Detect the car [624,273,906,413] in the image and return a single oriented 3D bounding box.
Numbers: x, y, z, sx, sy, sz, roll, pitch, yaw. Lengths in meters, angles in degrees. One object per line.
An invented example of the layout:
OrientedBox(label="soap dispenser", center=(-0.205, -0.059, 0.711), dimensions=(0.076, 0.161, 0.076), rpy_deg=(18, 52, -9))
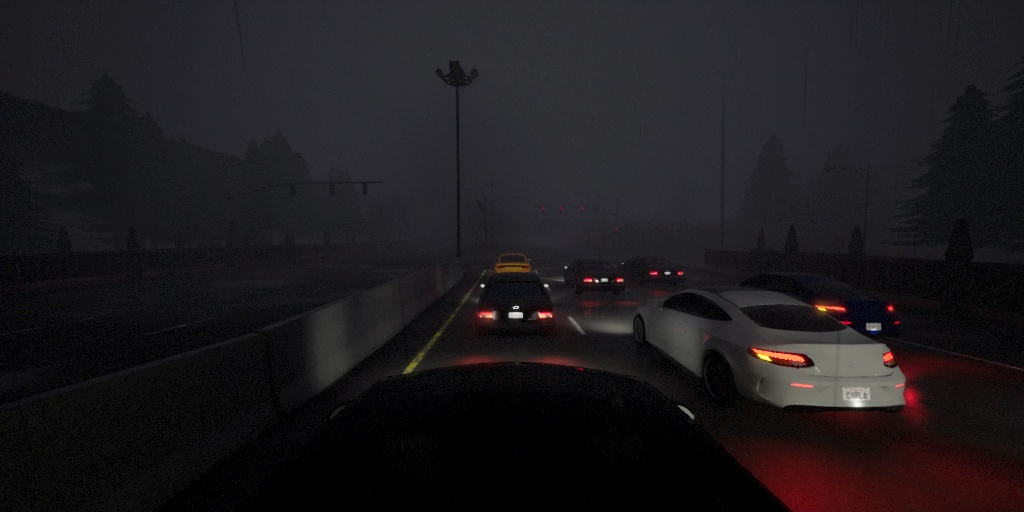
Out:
OrientedBox(label="car", center=(3.581, 1.225, 6.038), dimensions=(1.812, 1.442, 4.674), rpy_deg=(0, 1, 0))

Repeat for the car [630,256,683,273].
OrientedBox(label="car", center=(7.029, 0.681, 18.710), dimensions=(2.033, 1.411, 5.357), rpy_deg=(0, 3, 0))

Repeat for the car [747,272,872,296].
OrientedBox(label="car", center=(7.066, 1.137, 9.310), dimensions=(1.812, 1.442, 4.674), rpy_deg=(0, 2, 0))

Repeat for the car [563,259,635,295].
OrientedBox(label="car", center=(3.534, 0.823, 16.205), dimensions=(2.033, 1.411, 5.357), rpy_deg=(0, 3, 0))

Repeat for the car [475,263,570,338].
OrientedBox(label="car", center=(0.069, 1.143, 9.720), dimensions=(2.033, 1.411, 5.357), rpy_deg=(0, 2, 0))

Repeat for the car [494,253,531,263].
OrientedBox(label="car", center=(0.024, 0.562, 19.515), dimensions=(1.882, 1.535, 5.008), rpy_deg=(0, 3, 0))
